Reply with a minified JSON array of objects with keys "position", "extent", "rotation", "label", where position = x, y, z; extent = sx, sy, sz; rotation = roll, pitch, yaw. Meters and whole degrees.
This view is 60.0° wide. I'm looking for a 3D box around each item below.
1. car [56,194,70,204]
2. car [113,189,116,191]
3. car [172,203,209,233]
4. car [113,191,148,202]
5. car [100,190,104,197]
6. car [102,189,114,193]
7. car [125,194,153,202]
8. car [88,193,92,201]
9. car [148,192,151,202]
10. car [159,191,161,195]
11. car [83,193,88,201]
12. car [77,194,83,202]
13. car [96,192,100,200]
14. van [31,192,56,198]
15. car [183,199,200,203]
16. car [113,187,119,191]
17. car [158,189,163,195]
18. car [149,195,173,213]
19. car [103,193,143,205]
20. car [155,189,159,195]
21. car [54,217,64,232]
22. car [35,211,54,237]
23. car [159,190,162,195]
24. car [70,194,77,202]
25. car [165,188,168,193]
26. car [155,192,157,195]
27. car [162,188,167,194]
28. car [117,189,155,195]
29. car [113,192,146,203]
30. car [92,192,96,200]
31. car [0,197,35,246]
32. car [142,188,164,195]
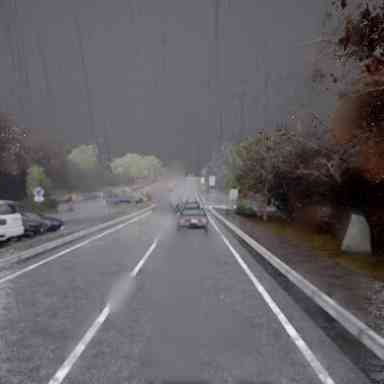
[{"position":[-23.252,1.225,54.926],"extent":[4.674,1.452,2.002],"rotation":[0,0,0],"label":"car"},{"position":[-23.078,0.638,85.598],"extent":[5.008,1.535,2.097],"rotation":[0,2,0],"label":"car"},{"position":[0.064,1.636,20.476],"extent":[2.033,1.411,5.357],"rotation":[0,0,0],"label":"car"},{"position":[-10.199,1.064,55.045],"extent":[4.553,1.767,2.185],"rotation":[0,0,0],"label":"car"},{"position":[-23.130,0.965,74.579],"extent":[4.892,1.521,2.231],"rotation":[0,1,0],"label":"car"},{"position":[-22.903,0.731,82.809],"extent":[5.366,1.575,1.946],"rotation":[0,2,0],"label":"car"},{"position":[-10.114,1.158,63.408],"extent":[4.892,1.521,2.231],"rotation":[0,1,0],"label":"car"},{"position":[-23.156,1.152,66.081],"extent":[4.792,1.488,2.163],"rotation":[0,1,0],"label":"car"},{"position":[-10.147,1.188,57.824],"extent":[5.008,1.535,2.097],"rotation":[0,0,0],"label":"car"},{"position":[-10.027,0.998,74.555],"extent":[4.792,1.488,2.163],"rotation":[0,1,0],"label":"car"},{"position":[-23.385,1.149,63.426],"extent":[5.366,1.575,1.946],"rotation":[0,0,0],"label":"car"},{"position":[-23.402,1.169,60.631],"extent":[5.366,1.575,1.946],"rotation":[0,0,0],"label":"car"},{"position":[-23.147,1.027,71.661],"extent":[5.008,1.535,2.097],"rotation":[0,1,0],"label":"car"},{"position":[-23.154,0.949,49.467],"extent":[4.442,1.987,1.878],"rotation":[1,0,0],"label":"van"},{"position":[-0.005,1.649,40.407],"extent":[2.128,1.511,4.902],"rotation":[0,0,0],"label":"car"},{"position":[-23.084,0.284,88.376],"extent":[5.566,2.045,2.435],"rotation":[0,2,0],"label":"car"},{"position":[-10.055,0.695,80.124],"extent":[4.553,1.767,2.185],"rotation":[0,2,0],"label":"car"},{"position":[-3.402,1.517,38.854],"extent":[2.097,1.767,4.553],"rotation":[0,0,0],"label":"car"},{"position":[-10.171,1.208,49.475],"extent":[4.792,1.488,2.163],"rotation":[0,0,0],"label":"car"},{"position":[-10.041,0.904,71.765],"extent":[4.553,1.767,2.185],"rotation":[0,1,0],"label":"car"},{"position":[-10.054,1.709,19.659],"extent":[4.792,1.488,2.163],"rotation":[0,-1,0],"label":"car"},{"position":[-10.103,1.653,16.883],"extent":[5.008,1.535,2.097],"rotation":[0,-1,0],"label":"car"},{"position":[-10.069,0.928,77.342],"extent":[4.792,1.488,2.163],"rotation":[0,2,0],"label":"car"},{"position":[-23.261,1.213,57.838],"extent":[4.792,1.488,2.163],"rotation":[0,0,0],"label":"car"},{"position":[-9.954,0.422,91.267],"extent":[5.008,1.535,2.097],"rotation":[0,2,0],"label":"car"},{"position":[-10.075,1.156,66.187],"extent":[4.792,1.488,2.163],"rotation":[0,1,0],"label":"car"},{"position":[-9.969,0.534,88.480],"extent":[5.008,1.535,2.097],"rotation":[0,2,0],"label":"car"},{"position":[-10.165,0.926,60.617],"extent":[5.566,2.045,2.435],"rotation":[0,0,0],"label":"car"},{"position":[-10.214,1.214,52.259],"extent":[4.792,1.488,2.163],"rotation":[0,0,0],"label":"car"},{"position":[-23.163,1.079,68.872],"extent":[5.008,1.535,2.097],"rotation":[0,1,0],"label":"car"},{"position":[-10.139,1.375,14.110],"extent":[5.566,2.045,2.435],"rotation":[0,-1,0],"label":"car"},{"position":[-10.039,0.608,82.903],"extent":[4.553,1.767,2.185],"rotation":[0,2,0],"label":"car"}]
